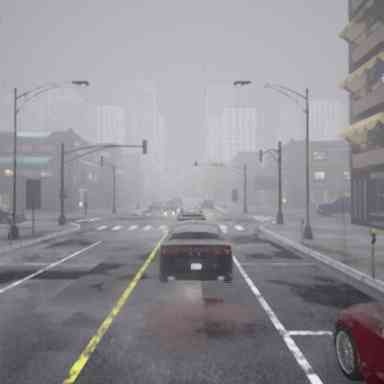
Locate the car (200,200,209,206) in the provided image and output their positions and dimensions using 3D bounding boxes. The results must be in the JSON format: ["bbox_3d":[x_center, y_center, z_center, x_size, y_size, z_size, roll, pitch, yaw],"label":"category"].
[{"bbox_3d":[2.694,2.454,74.045,1.947,1.339,4.313,0,-1,0],"label":"car"}]

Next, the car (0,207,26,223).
[{"bbox_3d":[-17.559,2.100,30.468,4.181,1.385,1.994,-1,-1,0],"label":"car"}]

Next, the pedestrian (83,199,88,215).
[{"bbox_3d":[-12.510,1.741,39.211,0.375,1.860,0.375,0,0,0],"label":"pedestrian"}]

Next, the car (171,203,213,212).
[{"bbox_3d":[-0.149,1.743,21.901,2.128,1.511,4.902,0,-1,-3],"label":"car"}]

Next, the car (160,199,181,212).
[{"bbox_3d":[-3.089,2.120,48.911,2.033,1.411,5.357,0,-1,0],"label":"car"}]

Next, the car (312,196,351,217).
[{"bbox_3d":[15.172,1.421,33.693,5.566,2.045,2.150,-1,-1,0],"label":"car"}]

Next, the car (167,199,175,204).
[{"bbox_3d":[-5.686,2.629,90.449,1.752,1.417,4.829,0,-1,0],"label":"car"}]

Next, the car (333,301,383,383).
[{"bbox_3d":[2.692,1.614,2.721,1.802,1.307,4.206,0,-1,0],"label":"car"}]

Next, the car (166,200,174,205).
[{"bbox_3d":[-5.685,2.614,85.094,1.802,1.307,4.206,0,-1,0],"label":"car"}]

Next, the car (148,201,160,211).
[{"bbox_3d":[-5.775,2.155,51.949,1.887,1.381,4.507,0,-1,0],"label":"car"}]

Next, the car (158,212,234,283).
[{"bbox_3d":[0.099,1.594,10.118,1.882,1.535,5.008,0,-1,0],"label":"car"}]

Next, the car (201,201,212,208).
[{"bbox_3d":[2.694,2.314,62.995,1.947,1.339,4.313,0,-1,0],"label":"car"}]

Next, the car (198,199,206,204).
[{"bbox_3d":[2.695,2.688,90.618,1.802,1.307,4.206,0,-1,0],"label":"car"}]

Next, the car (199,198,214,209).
[{"bbox_3d":[2.694,1.994,57.472,2.192,1.841,5.009,0,-1,0],"label":"car"}]

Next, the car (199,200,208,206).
[{"bbox_3d":[2.694,2.511,79.570,2.008,1.369,4.403,0,-1,0],"label":"car"}]

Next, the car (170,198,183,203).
[{"bbox_3d":[-3.065,2.216,58.355,1.812,1.442,4.674,0,-1,0],"label":"car"}]

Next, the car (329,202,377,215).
[{"bbox_3d":[17.490,1.775,36.272,4.313,1.339,1.947,-1,0,0],"label":"car"}]

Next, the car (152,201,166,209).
[{"bbox_3d":[-5.687,2.245,57.470,1.947,1.339,4.313,0,-1,0],"label":"car"}]

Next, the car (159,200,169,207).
[{"bbox_3d":[-5.686,2.341,68.350,1.752,1.417,4.829,0,-1,0],"label":"car"}]

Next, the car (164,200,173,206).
[{"bbox_3d":[-5.686,2.542,79.570,1.802,1.307,4.206,0,-1,0],"label":"car"}]
